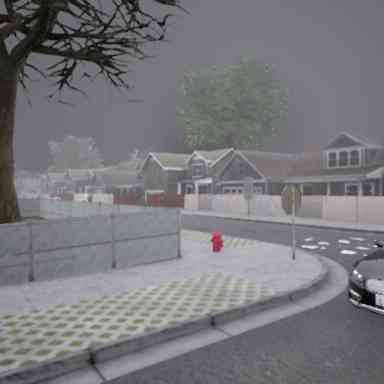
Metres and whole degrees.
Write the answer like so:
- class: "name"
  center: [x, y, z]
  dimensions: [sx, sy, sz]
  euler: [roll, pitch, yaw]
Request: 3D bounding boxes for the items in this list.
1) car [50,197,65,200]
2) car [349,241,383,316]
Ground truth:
- class: "car"
  center: [-19.028, 1.406, 46.624]
  dimensions: [1.812, 1.442, 4.674]
  euler: [-1, 0, -36]
- class: "car"
  center: [4.986, 1.385, 6.490]
  dimensions: [4.902, 1.511, 2.128]
  euler: [-1, 1, -35]
